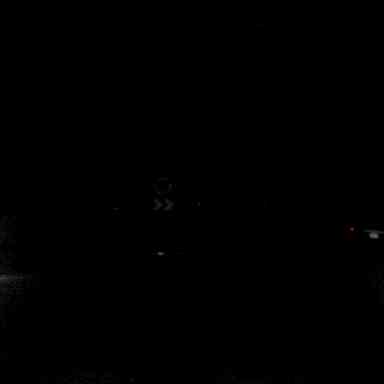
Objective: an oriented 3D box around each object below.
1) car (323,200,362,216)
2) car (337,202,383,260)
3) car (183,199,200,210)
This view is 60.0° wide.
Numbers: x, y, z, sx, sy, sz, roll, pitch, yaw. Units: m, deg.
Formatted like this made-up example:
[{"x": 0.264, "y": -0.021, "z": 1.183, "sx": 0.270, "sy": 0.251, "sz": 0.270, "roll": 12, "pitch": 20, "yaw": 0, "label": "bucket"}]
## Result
[{"x": 13.581, "y": 1.429, "z": 29.148, "sx": 2.128, "sy": 1.511, "sz": 4.902, "roll": 0, "pitch": 0, "yaw": -14, "label": "car"}, {"x": 7.265, "y": 1.328, "z": 11.002, "sx": 4.553, "sy": 1.767, "sz": 2.097, "roll": 0, "pitch": 0, "yaw": -30, "label": "car"}, {"x": -1.431, "y": 1.514, "z": 40.356, "sx": 4.718, "sy": 1.301, "sz": 1.895, "roll": 0, "pitch": 0, "yaw": 2, "label": "car"}]
